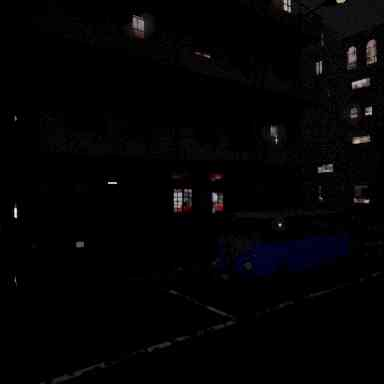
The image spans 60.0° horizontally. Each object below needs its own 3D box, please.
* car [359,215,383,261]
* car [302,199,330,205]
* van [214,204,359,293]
[{"bbox_3d":[6.823,1.546,11.936,4.403,1.369,2.008,0,-1,-37],"label":"car"},{"bbox_3d":[11.437,1.427,31.240,2.128,1.511,4.902,-1,1,-37],"label":"car"},{"bbox_3d":[2.392,1.338,8.546,3.998,1.788,1.690,0,-1,-37],"label":"van"}]
